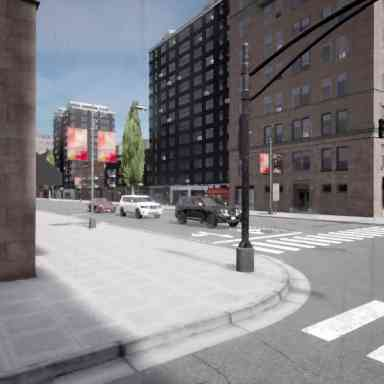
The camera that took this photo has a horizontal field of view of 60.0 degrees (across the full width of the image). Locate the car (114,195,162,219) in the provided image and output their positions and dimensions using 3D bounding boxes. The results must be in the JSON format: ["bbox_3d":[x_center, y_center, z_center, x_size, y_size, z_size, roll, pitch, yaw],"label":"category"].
[{"bbox_3d":[-4.921,1.325,31.045,2.150,2.045,5.566,0,0,-36],"label":"car"}]

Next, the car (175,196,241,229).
[{"bbox_3d":[0.951,1.286,22.913,2.150,2.045,5.566,0,0,-36],"label":"car"}]

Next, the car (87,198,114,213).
[{"bbox_3d":[-10.582,1.492,38.896,2.097,1.767,4.553,0,0,-36],"label":"car"}]
